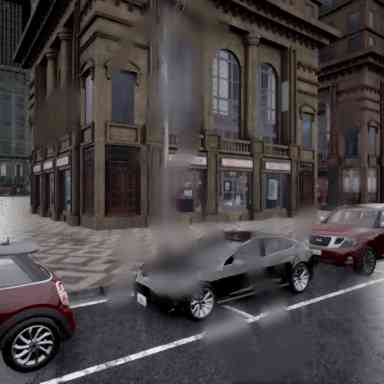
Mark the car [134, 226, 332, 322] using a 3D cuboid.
[{"bbox_3d":[0.872,1.566,7.255,4.313,1.339,1.947,0,0,-35],"label":"car"}]

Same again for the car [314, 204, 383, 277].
[{"bbox_3d":[5.442,1.316,10.496,5.009,1.841,2.192,0,0,-35],"label":"car"}]

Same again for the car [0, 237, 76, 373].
[{"bbox_3d":[-3.696,1.440,4.013,4.097,1.590,1.967,0,0,-35],"label":"car"}]
